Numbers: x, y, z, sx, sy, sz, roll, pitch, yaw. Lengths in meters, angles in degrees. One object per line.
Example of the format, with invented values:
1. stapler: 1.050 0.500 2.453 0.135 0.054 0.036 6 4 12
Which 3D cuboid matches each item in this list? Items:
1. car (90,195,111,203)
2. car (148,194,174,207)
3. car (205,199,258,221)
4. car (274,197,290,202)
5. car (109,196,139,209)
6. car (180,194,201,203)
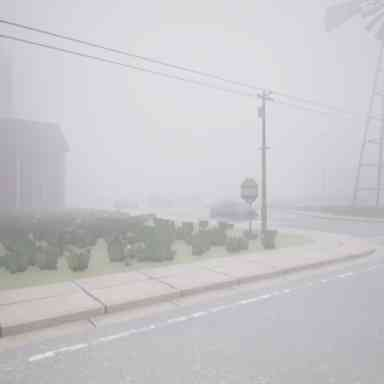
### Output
1. car: -19.135 1.464 70.220 4.611 1.667 2.242 0 0 -36
2. car: -4.847 1.297 50.681 3.866 1.878 1.905 0 0 -36
3. car: 3.268 1.552 26.813 1.994 1.385 4.181 0 0 -37
4. car: 13.251 1.495 48.691 3.905 1.438 1.784 0 0 -36
5. car: -8.560 1.514 42.829 1.812 1.442 4.674 0 0 -37
6. car: -0.163 1.285 66.730 4.605 1.855 1.932 0 0 -36
